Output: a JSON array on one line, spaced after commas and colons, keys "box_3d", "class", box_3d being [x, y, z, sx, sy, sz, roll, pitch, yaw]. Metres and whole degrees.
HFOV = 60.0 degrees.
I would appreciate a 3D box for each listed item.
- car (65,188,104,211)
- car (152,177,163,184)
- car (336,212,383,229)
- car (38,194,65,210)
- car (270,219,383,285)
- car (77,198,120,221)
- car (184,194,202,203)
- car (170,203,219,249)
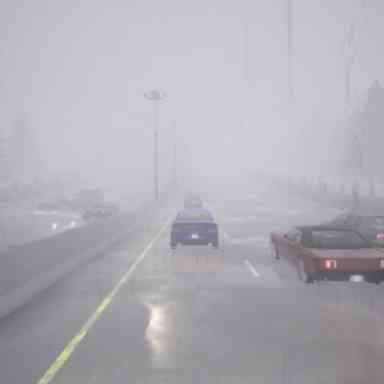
[{"box_3d": [-10.591, 0.701, 34.113, 2.150, 2.045, 5.566, 0, 4, 0], "class": "car"}, {"box_3d": [-6.923, -2.325, 66.764, 2.033, 1.411, 5.357, 0, 6, 0], "class": "car"}, {"box_3d": [7.099, 1.544, 13.824, 2.033, 1.411, 5.357, 0, 0, 0], "class": "car"}, {"box_3d": [-14.087, 0.999, 34.261, 1.812, 1.442, 4.674, 0, 3, 0], "class": "car"}, {"box_3d": [3.600, 1.598, 9.475, 1.895, 1.301, 4.718, 0, 0, 0], "class": "car"}, {"box_3d": [-7.096, 1.461, 26.124, 1.895, 1.301, 4.718, 0, 2, 0], "class": "car"}, {"box_3d": [0.097, 0.923, 36.041, 1.994, 1.385, 4.181, 0, 4, 0], "class": "car"}, {"box_3d": [0.099, 1.473, 14.598, 1.882, 1.535, 5.008, 0, 0, 0], "class": "car"}]
